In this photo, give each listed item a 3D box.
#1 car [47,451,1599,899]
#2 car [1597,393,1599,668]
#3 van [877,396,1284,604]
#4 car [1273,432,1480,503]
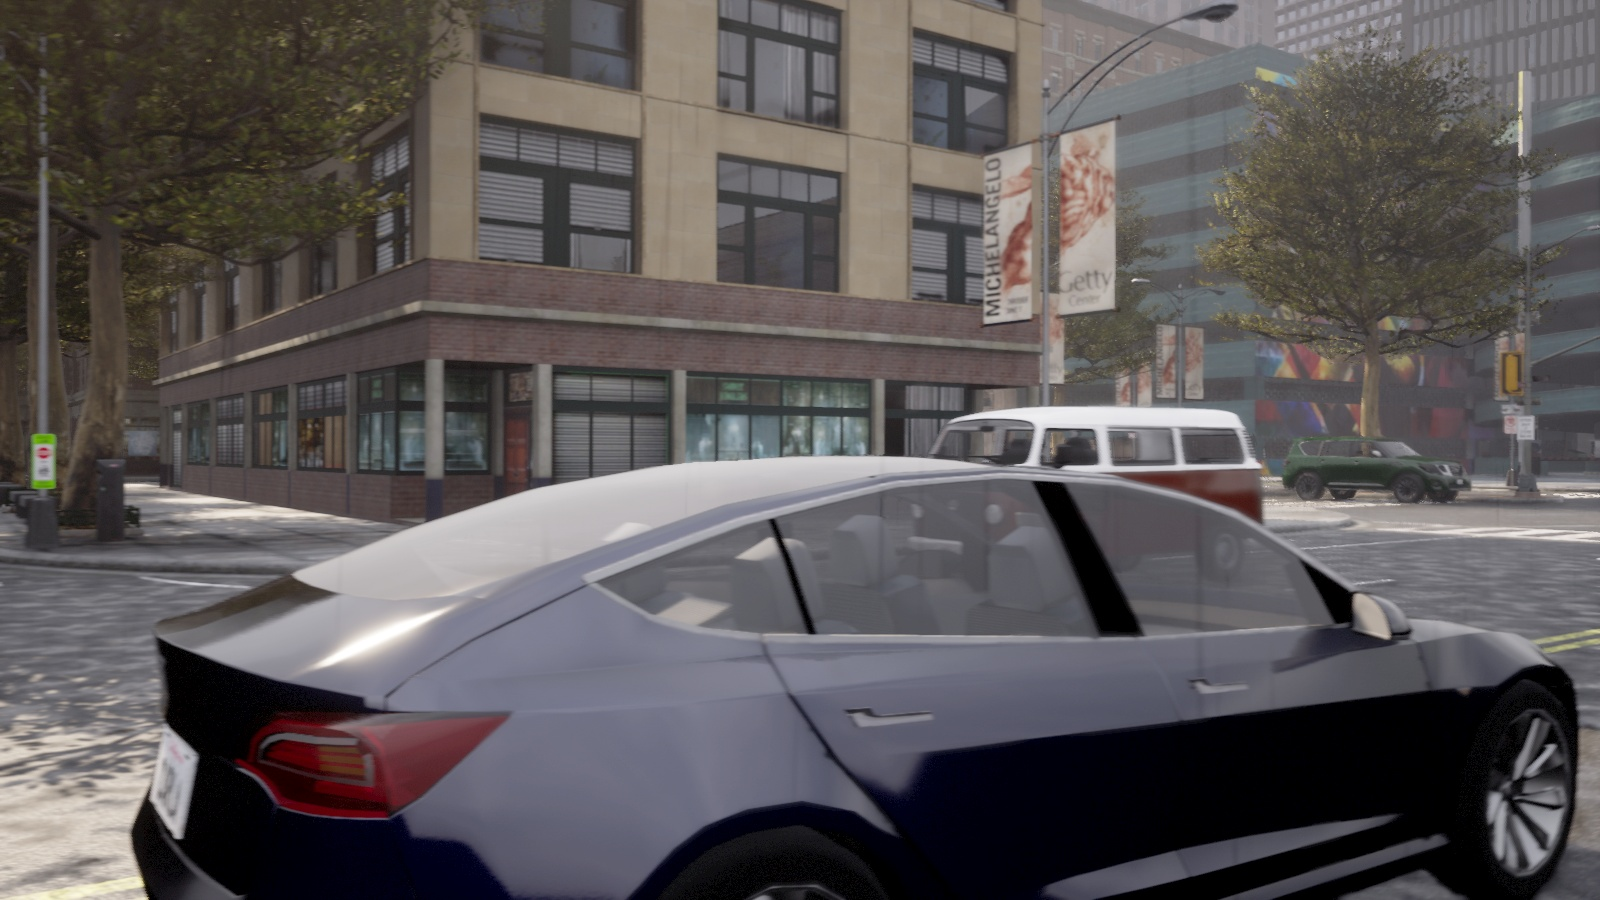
[{"bbox_3d":[0.483,0.753,3.980,4.792,1.488,2.163,0,0,-35],"label":"car"},{"bbox_3d":[7.572,0.545,8.885,3.866,1.878,1.905,0,0,-35],"label":"car"},{"bbox_3d":[3.289,0.495,14.436,4.480,2.038,2.069,0,0,-35],"label":"van"},{"bbox_3d":[17.906,0.517,39.312,2.150,2.045,5.566,0,0,-35],"label":"car"}]
